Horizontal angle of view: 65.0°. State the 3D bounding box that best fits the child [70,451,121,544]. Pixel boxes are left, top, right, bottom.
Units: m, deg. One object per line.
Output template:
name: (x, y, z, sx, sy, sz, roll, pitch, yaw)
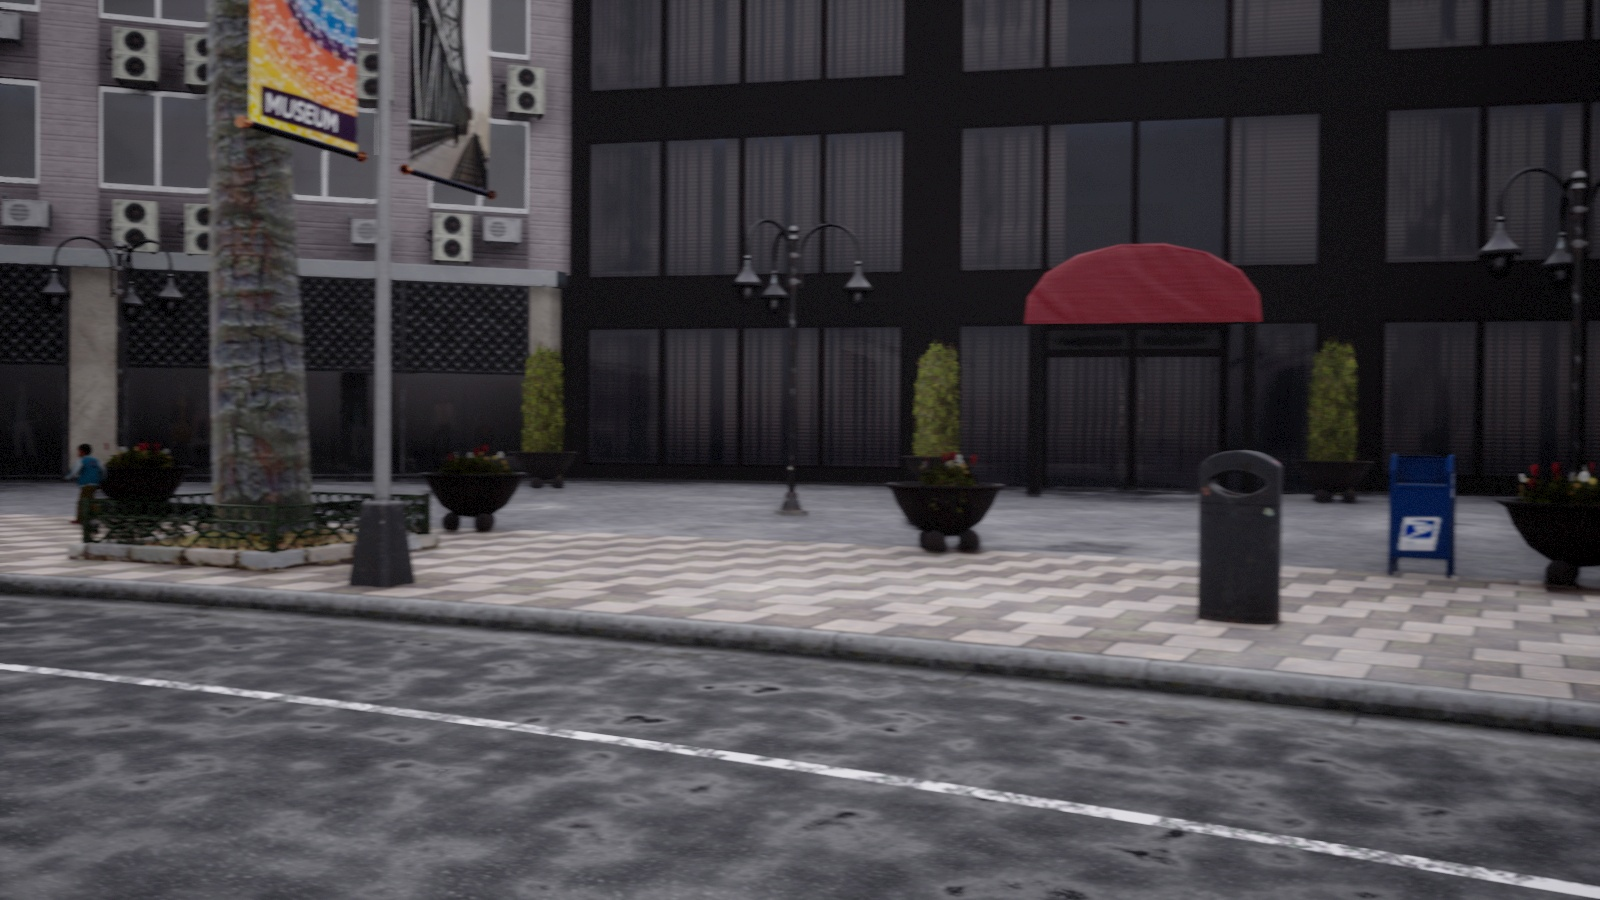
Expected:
child: (-9.171, 0.613, 16.357, 0.448, 1.192, 0.343, 0, 1, 7)
